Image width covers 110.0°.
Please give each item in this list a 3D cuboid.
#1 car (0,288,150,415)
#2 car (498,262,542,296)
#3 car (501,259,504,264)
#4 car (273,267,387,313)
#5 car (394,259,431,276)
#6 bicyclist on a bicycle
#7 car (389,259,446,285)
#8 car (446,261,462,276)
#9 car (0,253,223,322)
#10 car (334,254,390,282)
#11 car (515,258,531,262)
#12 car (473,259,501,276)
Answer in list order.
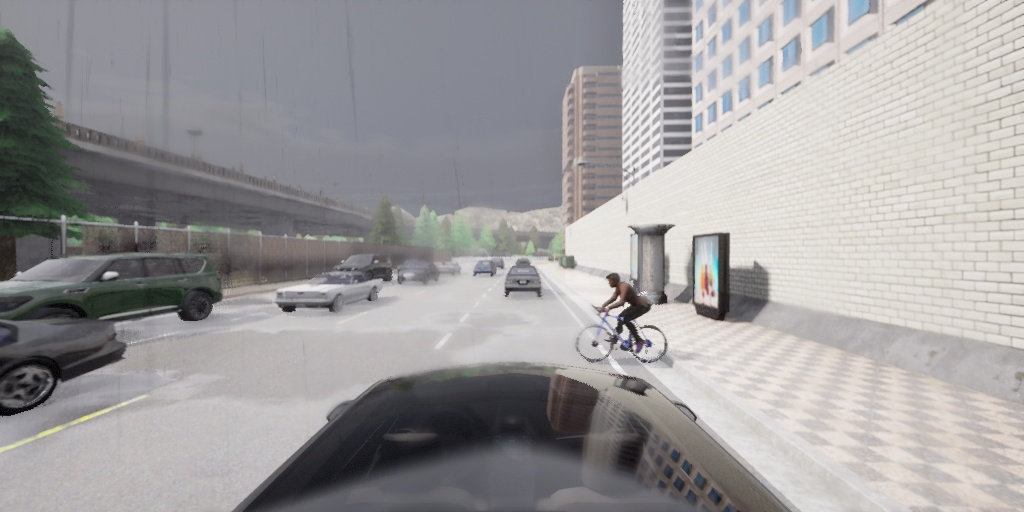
[{"bbox_3d":[-7.088,1.288,3.239,2.033,1.411,5.357,0,0,2],"label":"car"},{"bbox_3d":[0.579,1.208,18.614,2.033,1.411,5.357,0,0,2],"label":"car"},{"bbox_3d":[-2.025,1.046,49.187,2.033,1.411,5.357,0,0,2],"label":"car"},{"bbox_3d":[-6.766,1.285,13.787,1.895,1.301,4.718,0,0,2],"label":"car"},{"bbox_3d":[-9.544,1.065,34.777,2.128,1.511,4.902,0,0,2],"label":"car"},{"bbox_3d":[1.984,1.128,6.478,1.656,1.620,0.582,0,0,2],"label":"bicyclist on a bicycle"},{"bbox_3d":[-6.335,1.119,24.739,2.128,1.511,4.902,0,0,2],"label":"car"},{"bbox_3d":[-6.066,1.178,34.137,1.895,1.301,4.718,0,0,2],"label":"car"},{"bbox_3d":[-10.409,0.930,9.189,2.150,2.045,5.566,0,0,2],"label":"car"},{"bbox_3d":[-9.862,0.854,24.095,2.150,2.045,5.566,0,0,2],"label":"car"},{"bbox_3d":[1.327,1.036,43.095,1.837,1.490,4.892,0,0,1],"label":"car"},{"bbox_3d":[-2.489,1.127,33.950,2.033,1.411,5.357,0,0,2],"label":"car"}]
